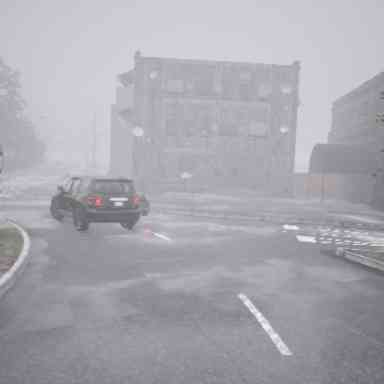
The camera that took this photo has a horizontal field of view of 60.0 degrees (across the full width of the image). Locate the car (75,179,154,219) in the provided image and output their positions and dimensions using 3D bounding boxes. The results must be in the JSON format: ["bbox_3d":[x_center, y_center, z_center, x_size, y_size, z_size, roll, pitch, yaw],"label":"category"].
[{"bbox_3d":[-4.379,0.258,18.411,4.553,1.767,2.097,5,4,44],"label":"car"}]

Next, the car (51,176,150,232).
[{"bbox_3d":[-4.153,0.351,13.867,2.150,2.045,5.566,1,3,-36],"label":"car"}]
